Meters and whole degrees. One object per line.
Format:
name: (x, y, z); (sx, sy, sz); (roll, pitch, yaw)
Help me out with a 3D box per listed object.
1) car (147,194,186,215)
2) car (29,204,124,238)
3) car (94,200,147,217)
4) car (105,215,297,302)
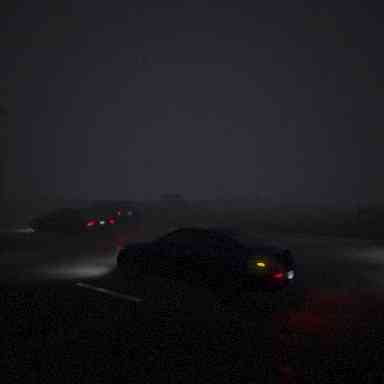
car: (-2.210, 1.166, 29.563); (1.905, 1.878, 3.866); (0, 0, 36)
car: (-6.288, 1.493, 17.280); (5.357, 1.411, 2.033); (0, 0, 36)
car: (-5.384, 1.298, 20.956); (4.553, 1.767, 2.097); (0, 0, 36)
car: (0.180, 1.518, 8.213); (4.674, 1.442, 1.812); (0, 0, 36)
